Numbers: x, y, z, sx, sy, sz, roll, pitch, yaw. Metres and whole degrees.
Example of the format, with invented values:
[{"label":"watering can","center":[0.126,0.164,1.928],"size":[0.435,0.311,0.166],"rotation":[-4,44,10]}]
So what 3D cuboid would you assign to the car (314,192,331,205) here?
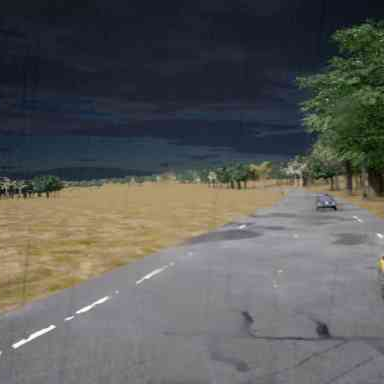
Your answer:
[{"label":"car","center":[16.540,0.831,42.306],"size":[1.812,1.442,4.674],"rotation":[-3,0,20]}]

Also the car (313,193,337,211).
[{"label":"car","center":[12.879,1.024,32.079],"size":[2.033,1.411,5.357],"rotation":[-3,0,20]}]

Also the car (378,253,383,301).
[{"label":"car","center":[3.889,1.290,4.629],"size":[1.801,1.575,5.366],"rotation":[-3,0,21]}]
